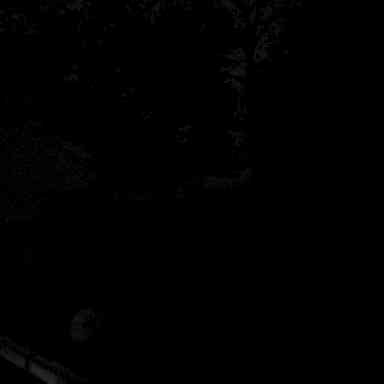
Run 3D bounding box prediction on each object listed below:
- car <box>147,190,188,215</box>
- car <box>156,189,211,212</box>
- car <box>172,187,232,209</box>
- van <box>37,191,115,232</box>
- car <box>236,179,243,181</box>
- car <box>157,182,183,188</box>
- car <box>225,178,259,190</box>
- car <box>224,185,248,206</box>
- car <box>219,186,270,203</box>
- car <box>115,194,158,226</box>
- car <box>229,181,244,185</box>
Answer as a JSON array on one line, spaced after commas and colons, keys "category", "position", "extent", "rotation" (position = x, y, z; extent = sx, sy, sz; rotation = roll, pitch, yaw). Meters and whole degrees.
[{"category": "car", "position": [-3.202, 0.873, 22.201], "extent": [5.366, 1.575, 1.946], "rotation": [0, 3, 37]}, {"category": "car", "position": [-1.376, 0.762, 24.297], "extent": [4.792, 1.488, 2.163], "rotation": [0, 3, 37]}, {"category": "car", "position": [0.249, 0.590, 26.541], "extent": [4.892, 1.521, 2.231], "rotation": [0, 3, 37]}, {"category": "van", "position": [-6.460, 0.940, 17.701], "extent": [4.442, 1.987, 1.878], "rotation": [0, 3, 37]}, {"category": "car", "position": [6.981, -0.901, 49.555], "extent": [1.994, 1.385, 4.181], "rotation": [0, 3, 37]}, {"category": "car", "position": [-2.595, -0.069, 36.840], "extent": [2.150, 2.045, 5.566], "rotation": [0, 3, 37]}, {"category": "car", "position": [9.051, -1.420, 60.339], "extent": [5.566, 2.045, 2.435], "rotation": [0, 3, 37]}, {"category": "car", "position": [1.912, 0.445, 28.758], "extent": [5.008, 1.535, 2.097], "rotation": [0, 3, 37]}, {"category": "car", "position": [5.214, 0.198, 33.214], "extent": [4.674, 1.452, 2.002], "rotation": [0, 3, 37]}, {"category": "car", "position": [-4.683, 1.051, 19.848], "extent": [4.792, 1.488, 2.163], "rotation": [0, 3, 37]}, {"category": "car", "position": [3.583, 0.176, 30.961], "extent": [4.553, 1.767, 2.185], "rotation": [0, 3, 37]}]
